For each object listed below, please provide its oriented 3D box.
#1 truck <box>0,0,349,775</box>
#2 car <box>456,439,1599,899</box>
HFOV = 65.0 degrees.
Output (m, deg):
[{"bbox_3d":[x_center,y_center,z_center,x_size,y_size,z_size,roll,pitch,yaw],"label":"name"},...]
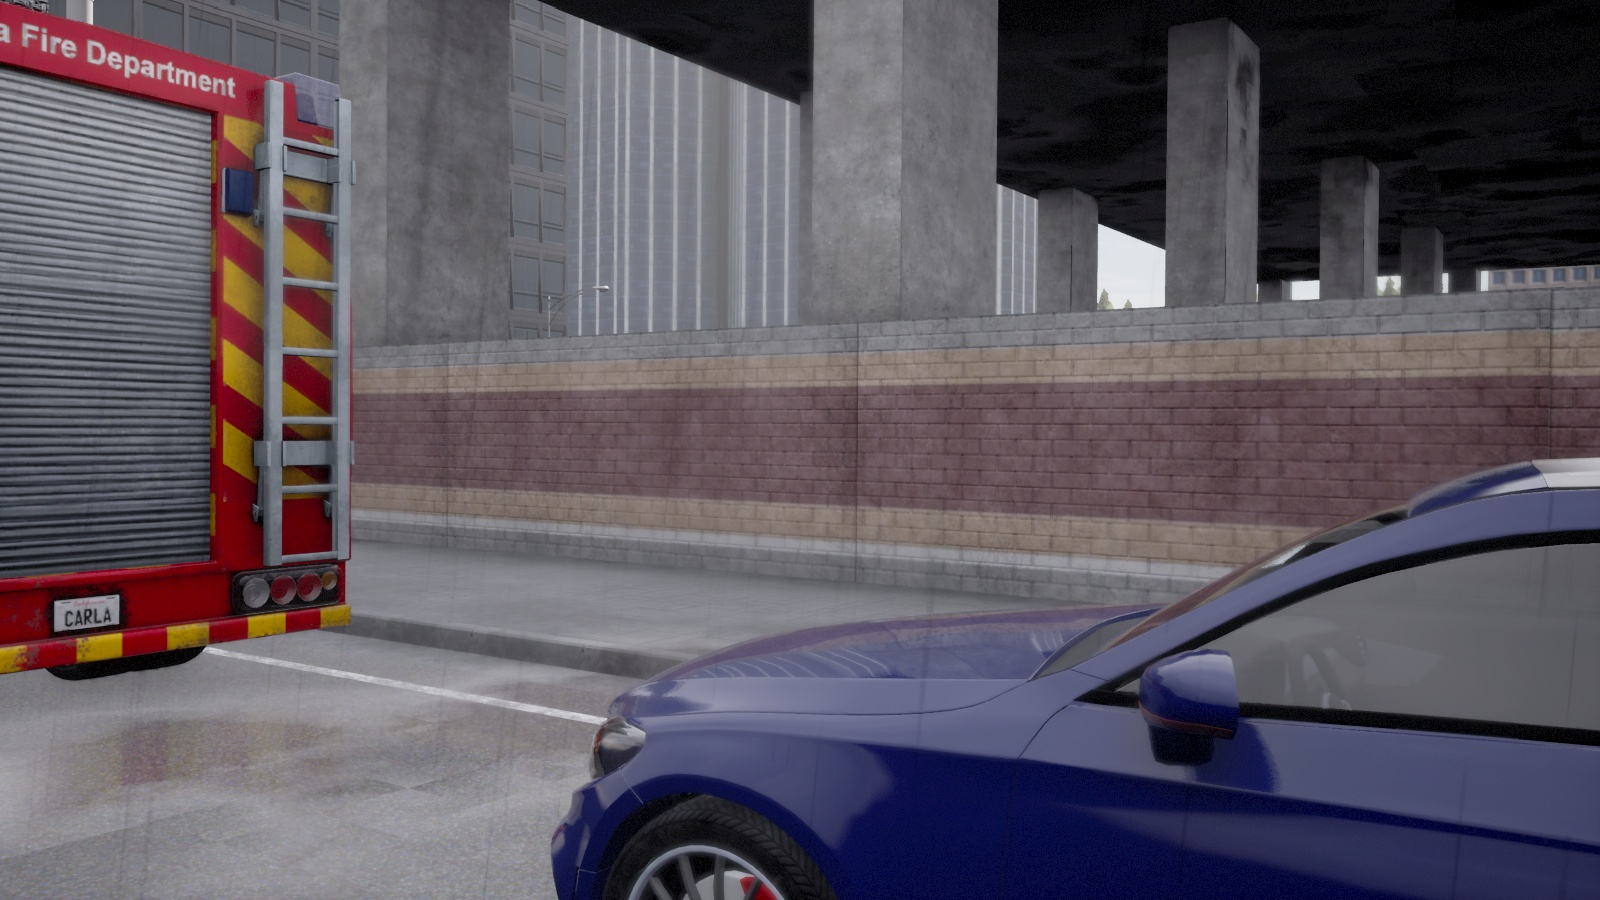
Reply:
[{"bbox_3d":[-6.880,-0.483,8.172,8.468,3.827,2.891,0,1,34],"label":"truck"},{"bbox_3d":[1.618,0.708,2.546,4.674,1.442,1.812,0,1,33],"label":"car"}]
